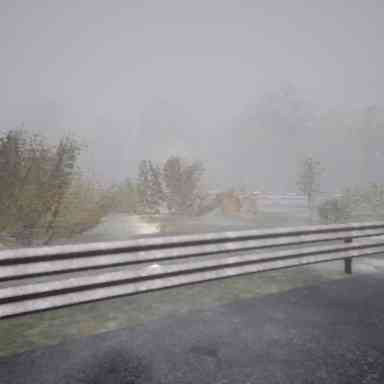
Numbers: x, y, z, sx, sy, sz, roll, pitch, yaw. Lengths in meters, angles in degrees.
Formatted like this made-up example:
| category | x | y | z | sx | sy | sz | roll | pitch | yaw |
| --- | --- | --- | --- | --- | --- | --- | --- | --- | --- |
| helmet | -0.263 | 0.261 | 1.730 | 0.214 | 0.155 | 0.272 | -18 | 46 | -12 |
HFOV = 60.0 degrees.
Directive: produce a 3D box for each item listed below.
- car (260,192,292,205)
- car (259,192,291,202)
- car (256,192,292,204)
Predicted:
| category | x | y | z | sx | sy | sz | roll | pitch | yaw |
| --- | --- | --- | --- | --- | --- | --- | --- | --- | --- |
| car | 10.786 | 0.861 | 44.216 | 4.674 | 1.442 | 1.812 | 1 | 2 | 16 |
| car | 12.696 | 0.787 | 50.951 | 4.718 | 1.301 | 1.895 | 1 | 2 | 16 |
| car | 11.721 | 0.761 | 47.587 | 4.902 | 1.511 | 2.128 | 1 | 2 | 16 |
